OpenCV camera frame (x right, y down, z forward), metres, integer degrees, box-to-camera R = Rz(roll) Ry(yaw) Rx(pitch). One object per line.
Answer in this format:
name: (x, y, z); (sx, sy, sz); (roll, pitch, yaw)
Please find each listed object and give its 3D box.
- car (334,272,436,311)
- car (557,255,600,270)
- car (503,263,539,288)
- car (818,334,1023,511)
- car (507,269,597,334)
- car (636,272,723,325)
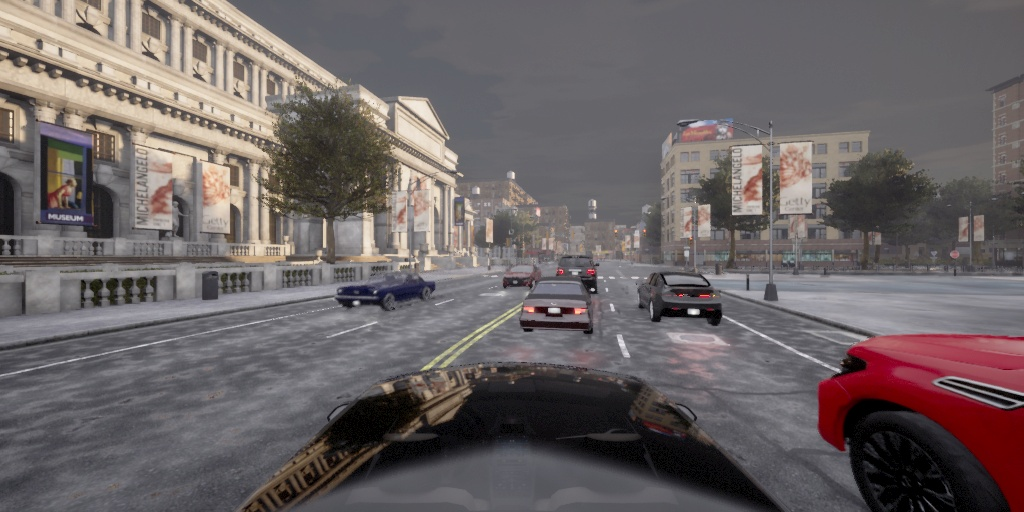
car: (-4.985, 1.351, 14.818); (1.895, 1.301, 4.718); (0, 0, 14)
car: (3.801, 0.971, 20.677); (2.150, 2.045, 5.566); (0, 0, 13)
car: (0.779, 1.273, 23.553); (1.882, 1.535, 5.008); (0, 0, 14)
car: (3.724, 0.974, 0.682); (2.150, 2.045, 5.566); (0, 0, 0)
car: (1.463, 1.297, 10.700); (2.033, 1.411, 5.357); (0, 0, 11)
car: (5.407, 1.255, 12.030); (1.837, 1.490, 4.892); (0, 0, 12)
